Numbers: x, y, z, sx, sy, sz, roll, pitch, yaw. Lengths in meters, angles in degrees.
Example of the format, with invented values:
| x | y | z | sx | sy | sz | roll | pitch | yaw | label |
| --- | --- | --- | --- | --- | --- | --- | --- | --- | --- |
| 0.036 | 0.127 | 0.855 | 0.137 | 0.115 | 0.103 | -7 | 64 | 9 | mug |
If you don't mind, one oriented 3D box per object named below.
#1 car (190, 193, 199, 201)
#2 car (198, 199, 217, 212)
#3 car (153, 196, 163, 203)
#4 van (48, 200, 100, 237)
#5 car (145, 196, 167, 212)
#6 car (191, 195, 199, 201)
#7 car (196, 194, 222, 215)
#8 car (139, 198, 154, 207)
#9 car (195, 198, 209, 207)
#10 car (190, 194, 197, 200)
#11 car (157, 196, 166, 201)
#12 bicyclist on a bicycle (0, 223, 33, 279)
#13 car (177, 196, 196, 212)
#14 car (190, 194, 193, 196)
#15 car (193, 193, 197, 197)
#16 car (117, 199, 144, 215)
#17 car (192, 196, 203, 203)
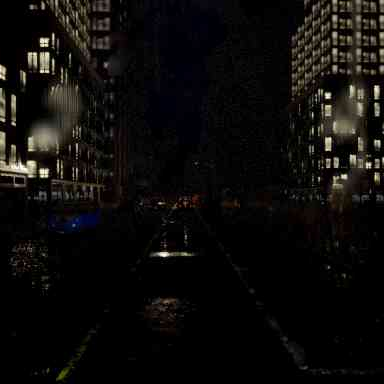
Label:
| x | y | z | sx | sy | sz | roll | pitch | yaw | label |
| --- | --- | --- | --- | --- | --- | --- | --- | --- | --- |
| 0.612 | 1.310 | 89.705 | 2.192 | 1.841 | 5.009 | 0 | 0 | -1 | car |
| 1.785 | 1.546 | 39.865 | 1.887 | 1.381 | 4.507 | 0 | 0 | -1 | car |
| -7.376 | 1.580 | 72.894 | 1.802 | 1.307 | 4.206 | 0 | 0 | -1 | car |
| -6.069 | 1.342 | 17.516 | 1.690 | 1.788 | 3.998 | 0 | 0 | -1 | van |
| -3.981 | 1.506 | 38.596 | 1.837 | 1.490 | 4.892 | 0 | 0 | -1 | car |
| 0.741 | 1.562 | 84.168 | 1.947 | 1.339 | 4.313 | 0 | 0 | -1 | car |
| 1.917 | 1.316 | 34.327 | 2.192 | 1.841 | 5.009 | 0 | 0 | -1 | car |
| -6.853 | 1.582 | 50.743 | 1.802 | 1.307 | 4.206 | 0 | 0 | -1 | car |
| 1.525 | 1.566 | 50.941 | 1.947 | 1.339 | 4.313 | 0 | 0 | -1 | car |
| 0.480 | 1.434 | 95.243 | 1.967 | 1.590 | 4.097 | 0 | 0 | -1 | car |
| -7.637 | 1.578 | 83.970 | 1.802 | 1.307 | 4.206 | 0 | 0 | -1 | car |
| -4.935 | 1.455 | 8.582 | 1.656 | 1.620 | 0.582 | -2 | 0 | -1 | bicyclist on a bicycle |
| -0.772 | 1.549 | 38.338 | 2.033 | 1.411 | 5.357 | 0 | 0 | -1 | car |
| -1.018 | 1.478 | 48.659 | 1.882 | 1.535 | 5.008 | 0 | 0 | -1 | car |
| 1.656 | 1.316 | 45.404 | 2.192 | 1.841 | 5.009 | 0 | 0 | -1 | car |
| -6.462 | 1.567 | 34.129 | 1.947 | 1.339 | 4.313 | 0 | 0 | -1 | car |
| 1.133 | 1.549 | 67.555 | 2.008 | 1.369 | 4.403 | 0 | 0 | -1 | car |
